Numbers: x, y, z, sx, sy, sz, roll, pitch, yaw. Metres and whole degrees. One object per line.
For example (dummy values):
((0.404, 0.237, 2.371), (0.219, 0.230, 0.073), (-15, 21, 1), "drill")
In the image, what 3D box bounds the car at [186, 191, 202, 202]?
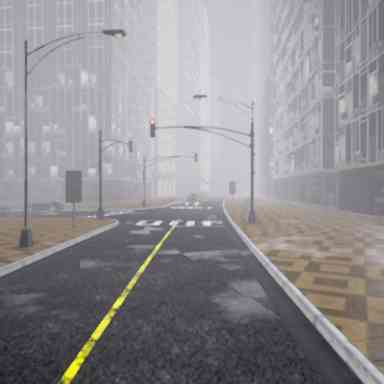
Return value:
((0.108, 0.883, 54.878), (1.837, 1.490, 4.892), (0, 0, 7), "car")

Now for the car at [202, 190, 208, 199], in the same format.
((2.059, 0.544, 69.787), (2.097, 1.767, 4.553), (0, 1, 8), "car")

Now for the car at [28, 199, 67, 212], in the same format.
((-15.966, 1.461, 36.411), (4.403, 1.369, 2.008), (-1, 1, 11), "car")

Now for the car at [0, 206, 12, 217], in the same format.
((-17.512, 1.508, 28.175), (4.403, 1.369, 2.008), (-1, 1, 11), "car")
